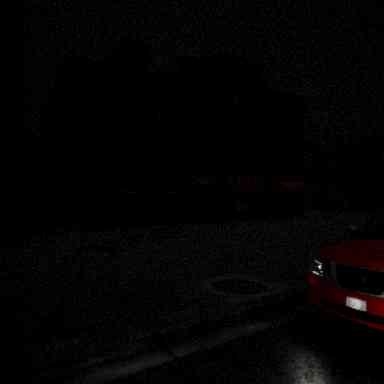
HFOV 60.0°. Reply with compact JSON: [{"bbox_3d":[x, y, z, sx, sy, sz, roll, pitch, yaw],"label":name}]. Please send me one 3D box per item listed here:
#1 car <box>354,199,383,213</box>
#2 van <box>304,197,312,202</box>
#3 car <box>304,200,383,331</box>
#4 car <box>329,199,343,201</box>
[{"bbox_3d":[22.183,1.699,40.249,1.967,1.590,4.097,0,0,-36],"label":"car"},{"bbox_3d":[15.777,1.632,49.131,1.690,1.788,3.998,0,0,-36],"label":"van"},{"bbox_3d":[4.585,1.249,6.345,5.566,2.045,2.150,0,0,-36],"label":"car"},{"bbox_3d":[18.980,1.715,44.690,1.967,1.590,4.097,0,0,-36],"label":"car"}]
